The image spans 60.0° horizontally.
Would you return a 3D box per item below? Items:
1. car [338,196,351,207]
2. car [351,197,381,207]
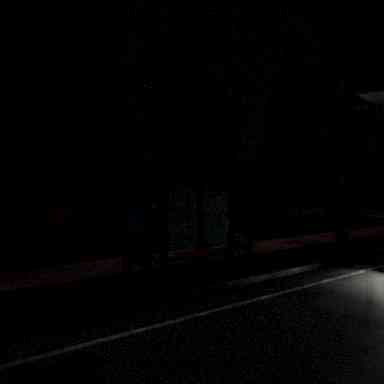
[{"bbox_3d":[23.971,1.248,50.465,3.866,1.878,1.905,0,0,-37],"label":"car"},{"bbox_3d":[25.789,1.247,48.685,4.605,1.855,1.932,0,0,-37],"label":"car"}]
